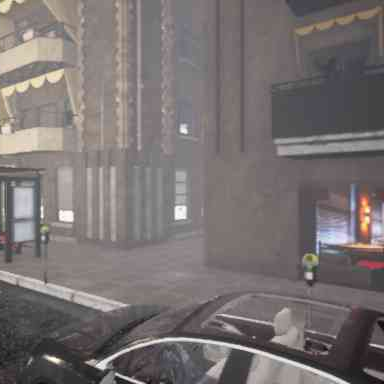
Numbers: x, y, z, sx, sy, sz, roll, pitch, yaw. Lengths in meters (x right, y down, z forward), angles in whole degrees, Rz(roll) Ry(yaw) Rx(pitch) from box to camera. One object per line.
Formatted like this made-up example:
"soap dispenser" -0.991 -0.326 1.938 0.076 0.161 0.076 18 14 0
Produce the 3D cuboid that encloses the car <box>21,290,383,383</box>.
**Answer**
"car" 0.421 1.520 2.590 4.403 1.369 2.008 0 1 34
